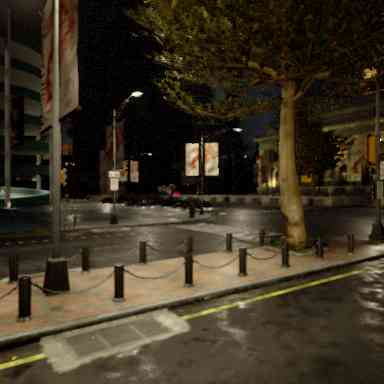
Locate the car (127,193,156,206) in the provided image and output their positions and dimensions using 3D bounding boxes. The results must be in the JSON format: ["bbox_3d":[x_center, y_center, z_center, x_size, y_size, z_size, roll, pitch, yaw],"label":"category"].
[{"bbox_3d":[-7.991,1.331,53.458,2.097,1.767,4.553,0,0,-37],"label":"car"}]

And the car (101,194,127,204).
[{"bbox_3d":[-14.806,1.527,61.555,5.357,1.411,2.033,0,0,43],"label":"car"}]

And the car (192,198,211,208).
[{"bbox_3d":[0.511,1.524,47.699,2.033,1.411,5.357,0,0,-35],"label":"car"}]

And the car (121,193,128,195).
[{"bbox_3d":[-11.791,1.198,63.715,5.566,2.045,2.150,0,0,45],"label":"car"}]

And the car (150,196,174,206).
[{"bbox_3d":[-5.075,1.502,55.424,1.812,1.442,4.674,0,0,-36],"label":"car"}]

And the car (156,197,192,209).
[{"bbox_3d":[-2.547,1.457,45.947,1.882,1.535,5.008,0,0,-35],"label":"car"}]
